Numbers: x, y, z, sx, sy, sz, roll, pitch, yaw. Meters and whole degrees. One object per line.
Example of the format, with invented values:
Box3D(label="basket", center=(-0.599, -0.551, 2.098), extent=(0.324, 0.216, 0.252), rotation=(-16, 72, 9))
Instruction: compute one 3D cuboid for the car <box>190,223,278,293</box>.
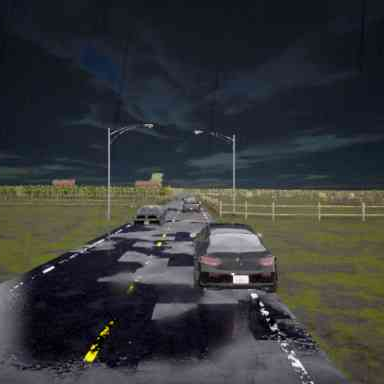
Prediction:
Box3D(label="car", center=(0.937, 1.529, 8.730), extent=(1.812, 1.442, 4.674), rotation=(0, 0, 0))

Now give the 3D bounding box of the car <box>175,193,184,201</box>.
Box3D(label="car", center=(-3.008, 1.225, 83.688), extent=(2.150, 2.045, 5.566), rotation=(0, 0, 0))

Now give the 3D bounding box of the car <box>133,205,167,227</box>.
Box3D(label="car", center=(-2.819, 1.607, 22.849), extent=(1.895, 1.301, 4.718), rotation=(0, 0, 0))

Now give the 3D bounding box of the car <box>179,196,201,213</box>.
Box3D(label="car", center=(-0.040, 1.498, 36.568), extent=(2.128, 1.511, 4.902), rotation=(0, 0, 0))
